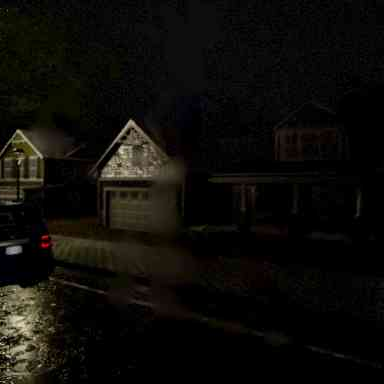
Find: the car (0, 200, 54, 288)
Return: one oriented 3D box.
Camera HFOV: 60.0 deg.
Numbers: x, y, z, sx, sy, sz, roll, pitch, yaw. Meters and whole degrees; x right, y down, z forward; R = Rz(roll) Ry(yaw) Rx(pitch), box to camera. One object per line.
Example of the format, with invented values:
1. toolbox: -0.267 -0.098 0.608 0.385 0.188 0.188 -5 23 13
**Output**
1. car: -5.631 1.222 8.002 5.566 2.045 2.150 0 0 35
